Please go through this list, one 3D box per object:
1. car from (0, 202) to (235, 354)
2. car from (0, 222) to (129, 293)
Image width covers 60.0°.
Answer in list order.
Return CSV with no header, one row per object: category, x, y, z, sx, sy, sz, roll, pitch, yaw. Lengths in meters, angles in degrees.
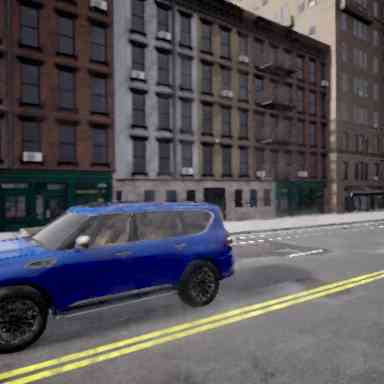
car,-1.652,1.239,6.500,5.566,2.045,2.150,0,0,-35
car,-4.217,1.612,8.662,4.718,1.301,1.895,1,0,-35
